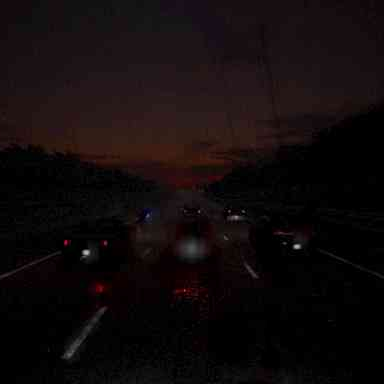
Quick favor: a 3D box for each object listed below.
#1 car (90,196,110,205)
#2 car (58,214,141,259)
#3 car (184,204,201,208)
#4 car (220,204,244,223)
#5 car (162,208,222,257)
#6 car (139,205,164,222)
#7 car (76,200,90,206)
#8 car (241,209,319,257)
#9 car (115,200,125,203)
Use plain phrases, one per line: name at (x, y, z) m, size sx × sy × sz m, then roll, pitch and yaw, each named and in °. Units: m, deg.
car at (-17.494, 1.893, 64.684) m, size 2.150 × 2.045 × 5.566 m, roll 0°, pitch 0°, yaw 0°
car at (-3.480, 1.734, 13.244) m, size 1.895 × 1.301 × 4.718 m, roll 0°, pitch -1°, yaw 0°
car at (0.027, 1.781, 28.511) m, size 2.128 × 1.511 × 4.902 m, roll 0°, pitch 0°, yaw 0°
car at (3.526, 1.781, 28.509) m, size 2.128 × 1.511 × 4.902 m, roll 0°, pitch 0°, yaw 0°
car at (0.024, 1.643, 13.509) m, size 1.837 × 1.490 × 4.892 m, roll 0°, pitch 0°, yaw 1°
car at (-3.469, 1.817, 28.912) m, size 1.812 × 1.442 × 4.674 m, roll 0°, pitch 0°, yaw 1°
car at (-20.990, 2.226, 64.556) m, size 1.994 × 1.385 × 4.181 m, roll 0°, pitch -1°, yaw 0°
car at (3.524, 1.628, 13.508) m, size 2.128 × 1.511 × 4.902 m, roll 0°, pitch 0°, yaw 0°
car at (-14.000, 2.234, 64.795) m, size 1.994 × 1.385 × 4.181 m, roll 0°, pitch -1°, yaw 0°
